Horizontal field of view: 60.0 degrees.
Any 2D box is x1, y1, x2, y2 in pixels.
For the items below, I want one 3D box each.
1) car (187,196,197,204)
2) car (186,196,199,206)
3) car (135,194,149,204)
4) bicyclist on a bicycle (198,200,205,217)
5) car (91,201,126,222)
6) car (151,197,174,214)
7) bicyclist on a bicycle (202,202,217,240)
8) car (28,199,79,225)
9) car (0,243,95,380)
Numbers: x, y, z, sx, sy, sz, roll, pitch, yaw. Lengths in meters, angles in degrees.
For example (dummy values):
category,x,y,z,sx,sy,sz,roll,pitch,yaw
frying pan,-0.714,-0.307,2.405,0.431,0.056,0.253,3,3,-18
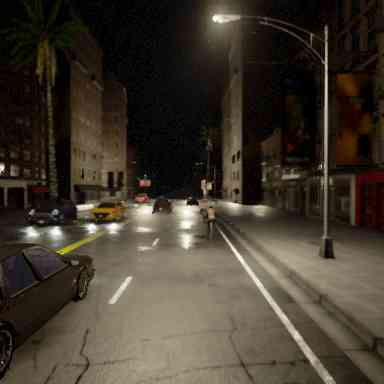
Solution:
category,x,y,z,sx,sy,sz,roll,pitch,yaw
car,0.016,1.575,64.410,1.837,1.490,4.892,0,0,0
car,0.076,1.609,54.041,1.994,1.385,4.181,0,0,0
car,-9.743,1.319,64.960,2.150,2.045,5.566,0,0,0
bicyclist on a bicycle,0.919,1.430,26.069,0.866,1.612,1.509,0,0,0
car,-6.589,1.472,26.573,1.882,1.535,5.008,0,0,0
car,-3.141,1.531,35.806,1.812,1.442,4.674,0,0,0
bicyclist on a bicycle,0.898,1.444,15.493,0.582,1.620,1.656,0,0,0
car,-9.840,1.346,23.967,2.097,1.767,4.553,0,0,0
car,-3.149,1.544,5.238,2.033,1.411,5.357,0,0,0
